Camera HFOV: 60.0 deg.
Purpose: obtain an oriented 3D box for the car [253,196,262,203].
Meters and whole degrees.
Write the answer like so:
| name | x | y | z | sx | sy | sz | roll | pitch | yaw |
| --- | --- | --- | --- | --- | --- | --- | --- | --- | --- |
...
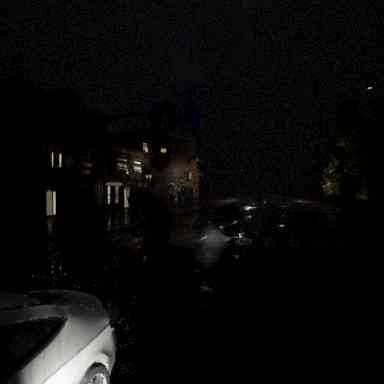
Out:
| name | x | y | z | sx | sy | sz | roll | pitch | yaw |
| --- | --- | --- | --- | --- | --- | --- | --- | --- | --- |
| car | 13.901 | 1.554 | 70.823 | 1.895 | 1.301 | 4.718 | 0 | 0 | 13 |

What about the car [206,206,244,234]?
| name | x | y | z | sx | sy | sz | roll | pitch | yaw |
| --- | --- | --- | --- | --- | --- | --- | --- | --- | --- |
| car | 2.030 | 1.538 | 19.414 | 1.812 | 1.442 | 4.674 | 0 | 0 | 13 |

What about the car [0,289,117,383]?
| name | x | y | z | sx | sy | sz | roll | pitch | yaw |
| --- | --- | --- | --- | --- | --- | --- | --- | --- | --- |
| car | -2.046 | 1.530 | 1.916 | 1.812 | 1.442 | 4.674 | 0 | 0 | 13 |
